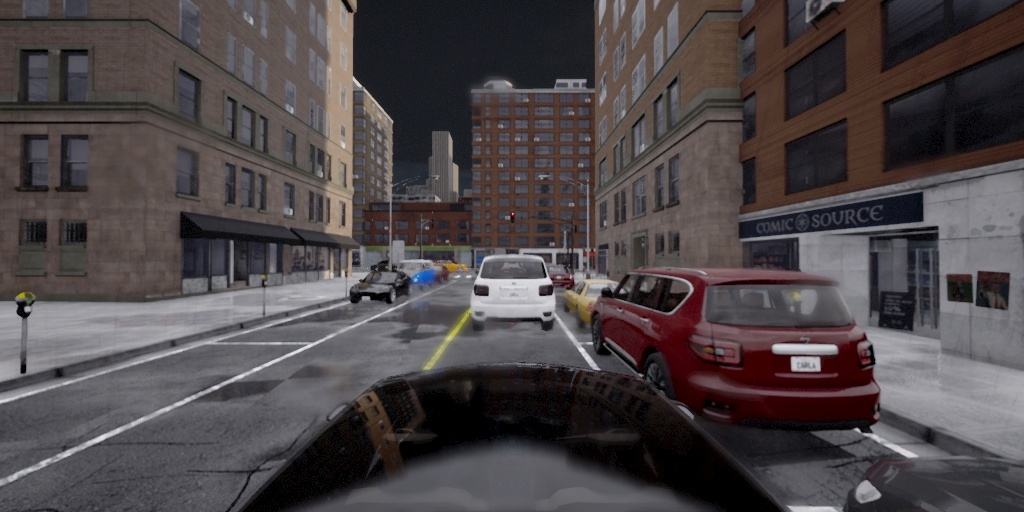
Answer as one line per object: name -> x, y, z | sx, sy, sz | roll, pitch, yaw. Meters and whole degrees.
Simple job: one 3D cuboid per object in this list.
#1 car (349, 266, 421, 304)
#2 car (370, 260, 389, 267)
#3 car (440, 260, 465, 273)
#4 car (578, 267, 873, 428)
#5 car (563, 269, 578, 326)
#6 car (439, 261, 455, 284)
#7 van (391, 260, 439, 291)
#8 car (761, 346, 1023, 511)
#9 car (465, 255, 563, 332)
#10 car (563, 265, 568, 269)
car -> -5.884, 1.345, 16.603 | 1.948, 1.339, 4.313 | 0, 0, 0
car -> -13.384, 1.195, 40.433 | 4.892, 1.490, 1.837 | 0, -1, 0
car -> -7.780, 1.248, 43.659 | 5.008, 1.535, 1.882 | 0, -1, 0
car -> 2.662, 1.071, 5.652 | 2.192, 1.841, 5.009 | 0, 0, 0
car -> 2.652, 1.292, 11.305 | 1.751, 1.417, 4.829 | 0, 0, 0
car -> -5.905, 1.350, 27.568 | 1.888, 1.381, 4.507 | 0, 0, 0
van -> -5.894, 1.133, 22.085 | 1.690, 1.789, 3.998 | 0, 0, 0
car -> 2.673, 1.298, 0.170 | 2.007, 1.370, 4.403 | 0, 0, 0
car -> 0.015, 0.989, 11.090 | 2.150, 2.045, 5.566 | 0, 0, -1
car -> 2.631, 1.231, 22.100 | 1.967, 1.591, 4.097 | 0, 0, 0
